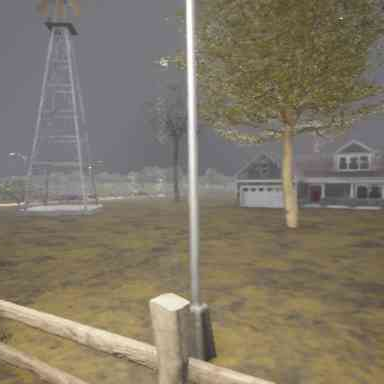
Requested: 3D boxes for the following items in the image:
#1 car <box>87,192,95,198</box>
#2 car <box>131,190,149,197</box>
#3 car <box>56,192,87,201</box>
[{"bbox_3d":[-21.003,0.658,65.943,1.994,1.385,4.181,1,2,32],"label":"car"},{"bbox_3d":[-11.775,0.257,75.643,1.882,1.535,5.008,1,2,32],"label":"car"},{"bbox_3d":[-21.846,0.820,59.346,2.128,1.511,4.902,1,2,32],"label":"car"}]
